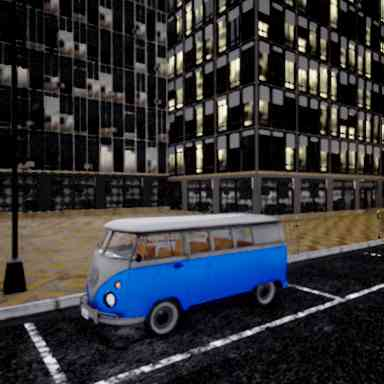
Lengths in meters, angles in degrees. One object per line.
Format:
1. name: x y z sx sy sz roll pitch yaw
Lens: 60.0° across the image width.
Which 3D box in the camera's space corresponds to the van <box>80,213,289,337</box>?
1. van: 0.064 1.334 6.336 3.998 1.788 1.690 0 0 -36
